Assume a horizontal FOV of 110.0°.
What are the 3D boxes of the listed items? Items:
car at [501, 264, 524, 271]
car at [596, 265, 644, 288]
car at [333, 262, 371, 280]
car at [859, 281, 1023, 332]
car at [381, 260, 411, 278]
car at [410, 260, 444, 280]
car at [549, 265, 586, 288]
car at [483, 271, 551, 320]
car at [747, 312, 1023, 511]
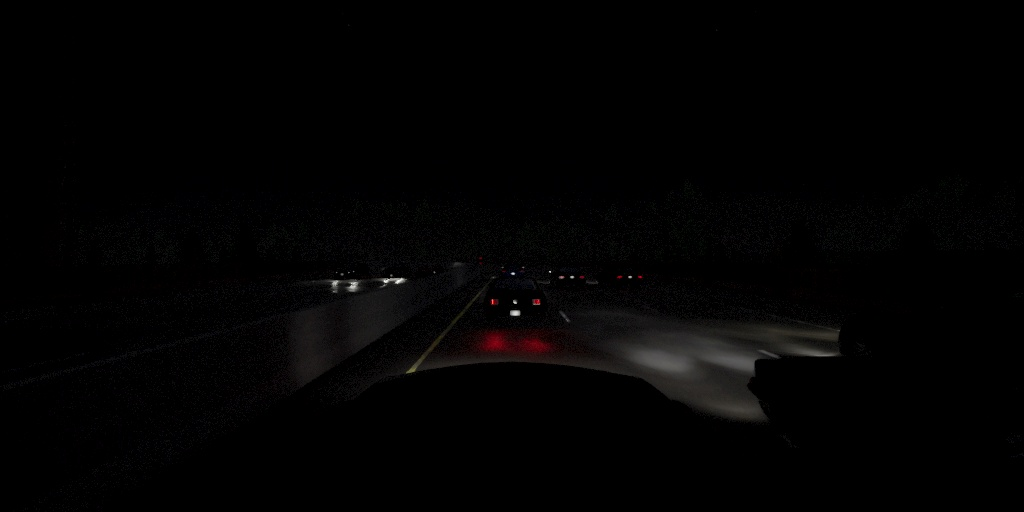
[{"bbox_3d":[0.045,1.346,29.864,1.994,1.385,4.181,0,0,-1],"label":"car"},{"bbox_3d":[7.097,1.319,24.035,2.033,1.411,5.357,0,0,0],"label":"car"},{"bbox_3d":[-14.249,1.294,32.312,1.837,1.490,4.892,0,0,-2],"label":"car"},{"bbox_3d":[7.099,1.102,4.735,2.097,1.767,4.553,0,0,0],"label":"car"},{"bbox_3d":[-10.777,1.342,34.253,2.033,1.411,5.357,0,0,-3],"label":"car"},{"bbox_3d":[-7.235,1.265,31.808,1.882,1.535,5.008,0,0,-2],"label":"car"},{"bbox_3d":[3.597,1.319,23.938,2.033,1.411,5.357,0,0,0],"label":"car"},{"bbox_3d":[0.099,1.357,12.549,1.895,1.301,4.718,0,0,0],"label":"car"},{"bbox_3d":[3.600,1.351,1.916,1.895,1.301,4.718,0,0,0],"label":"car"}]
